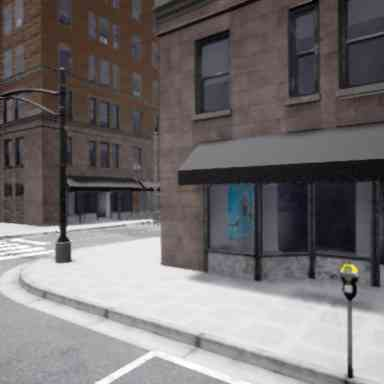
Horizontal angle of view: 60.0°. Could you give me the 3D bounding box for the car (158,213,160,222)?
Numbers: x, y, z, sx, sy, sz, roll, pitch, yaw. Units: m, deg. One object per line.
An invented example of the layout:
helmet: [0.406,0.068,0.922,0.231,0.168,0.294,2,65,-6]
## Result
car: [-0.651,1.714,26.614,1.882,1.535,5.008,-1,-1,35]
